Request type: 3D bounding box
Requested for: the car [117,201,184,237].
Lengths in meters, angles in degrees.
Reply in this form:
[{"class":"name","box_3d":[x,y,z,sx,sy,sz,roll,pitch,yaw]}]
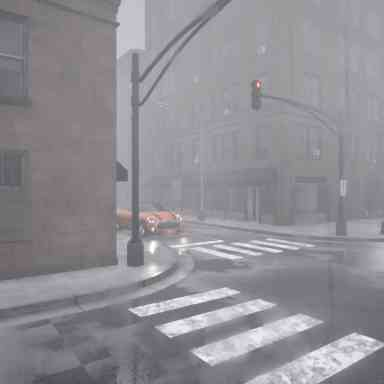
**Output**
[{"class":"car","box_3d":[-2.351,1.263,17.527,2.097,1.767,4.553,0,0,-35]}]
